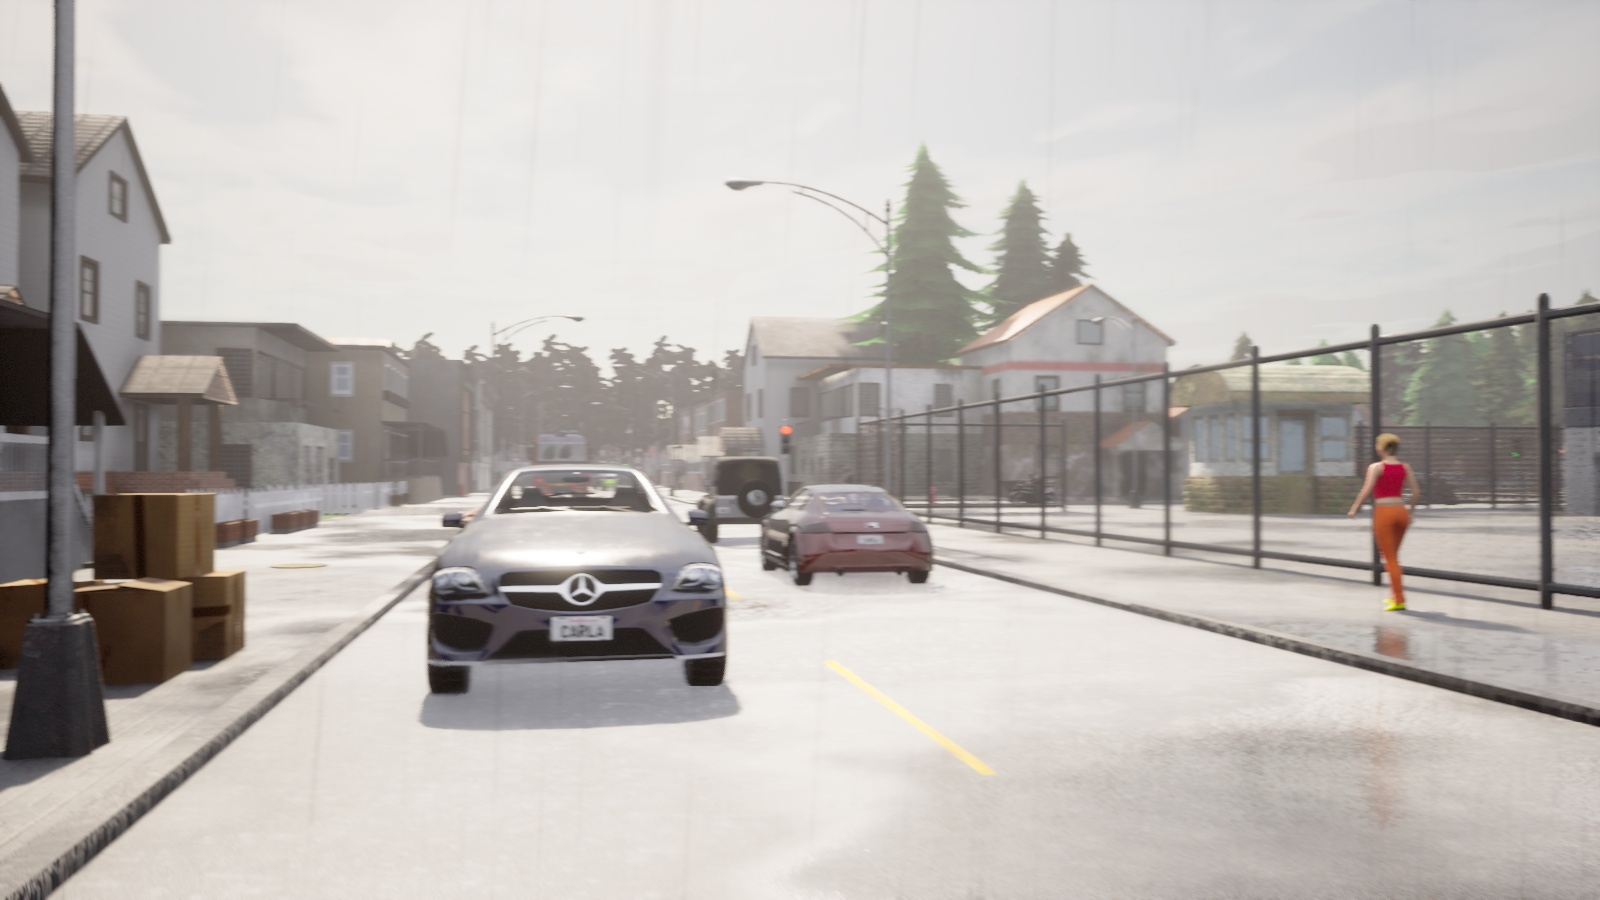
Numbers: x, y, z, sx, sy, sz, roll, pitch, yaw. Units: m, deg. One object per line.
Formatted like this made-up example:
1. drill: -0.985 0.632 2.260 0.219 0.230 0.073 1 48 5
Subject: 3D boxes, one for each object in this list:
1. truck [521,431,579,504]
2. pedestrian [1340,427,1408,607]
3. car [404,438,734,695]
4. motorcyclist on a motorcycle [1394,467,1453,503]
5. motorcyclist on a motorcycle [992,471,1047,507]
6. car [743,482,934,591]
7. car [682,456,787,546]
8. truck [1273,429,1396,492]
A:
1. truck: -14.004 0.977 69.863 2.891 3.827 8.468 0 -1 -13
2. pedestrian: 6.024 0.690 13.195 0.345 1.836 0.594 0 -1 -9
3. car: -2.008 0.798 10.812 2.152 1.651 5.027 0 -1 -11
4. motorcyclist on a motorcycle: 27.009 1.512 54.432 2.191 1.530 0.866 0 -1 -11
5. motorcyclist on a motorcycle: 9.613 1.692 54.991 2.191 1.530 0.866 0 -1 -11
6. car: 0.432 1.195 18.818 1.994 1.385 4.181 0 -1 -11
7. car: -1.572 1.113 28.581 1.905 1.878 3.866 0 -1 -10
8. truck: 34.131 0.688 80.616 2.891 3.827 8.468 0 -1 -12
